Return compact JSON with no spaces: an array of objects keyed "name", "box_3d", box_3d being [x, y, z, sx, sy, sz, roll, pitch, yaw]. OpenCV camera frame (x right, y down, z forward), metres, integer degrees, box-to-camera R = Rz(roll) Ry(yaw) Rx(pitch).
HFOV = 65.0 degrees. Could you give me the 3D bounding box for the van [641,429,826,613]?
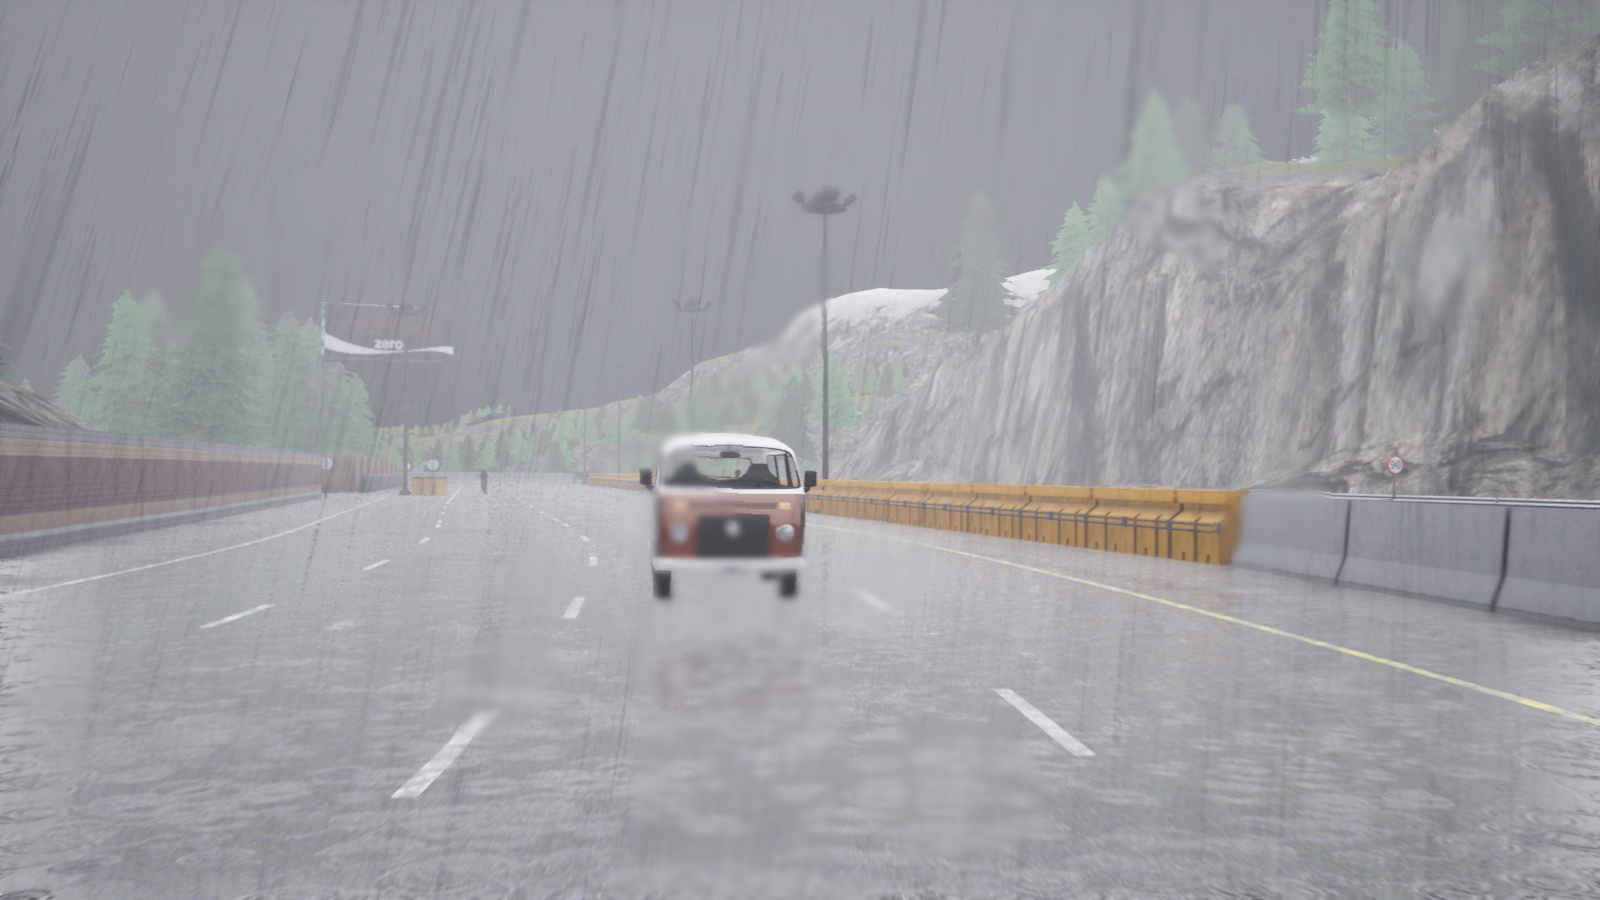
[{"name":"van","box_3d":[-1.011,0.811,16.260,2.069,2.038,4.480,0,-1,-7]}]
